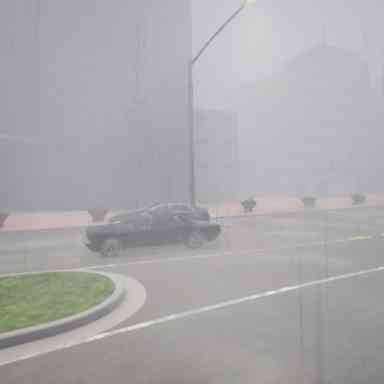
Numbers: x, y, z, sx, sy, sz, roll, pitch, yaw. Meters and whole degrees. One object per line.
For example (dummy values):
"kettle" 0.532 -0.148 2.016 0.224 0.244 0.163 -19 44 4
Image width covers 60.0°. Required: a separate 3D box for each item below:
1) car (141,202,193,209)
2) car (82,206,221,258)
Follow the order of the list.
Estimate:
"car" -1.500 1.228 15.667 4.902 1.511 2.128 -2 1 -21
"car" -1.451 1.408 11.919 4.718 1.301 1.895 -2 1 -20
